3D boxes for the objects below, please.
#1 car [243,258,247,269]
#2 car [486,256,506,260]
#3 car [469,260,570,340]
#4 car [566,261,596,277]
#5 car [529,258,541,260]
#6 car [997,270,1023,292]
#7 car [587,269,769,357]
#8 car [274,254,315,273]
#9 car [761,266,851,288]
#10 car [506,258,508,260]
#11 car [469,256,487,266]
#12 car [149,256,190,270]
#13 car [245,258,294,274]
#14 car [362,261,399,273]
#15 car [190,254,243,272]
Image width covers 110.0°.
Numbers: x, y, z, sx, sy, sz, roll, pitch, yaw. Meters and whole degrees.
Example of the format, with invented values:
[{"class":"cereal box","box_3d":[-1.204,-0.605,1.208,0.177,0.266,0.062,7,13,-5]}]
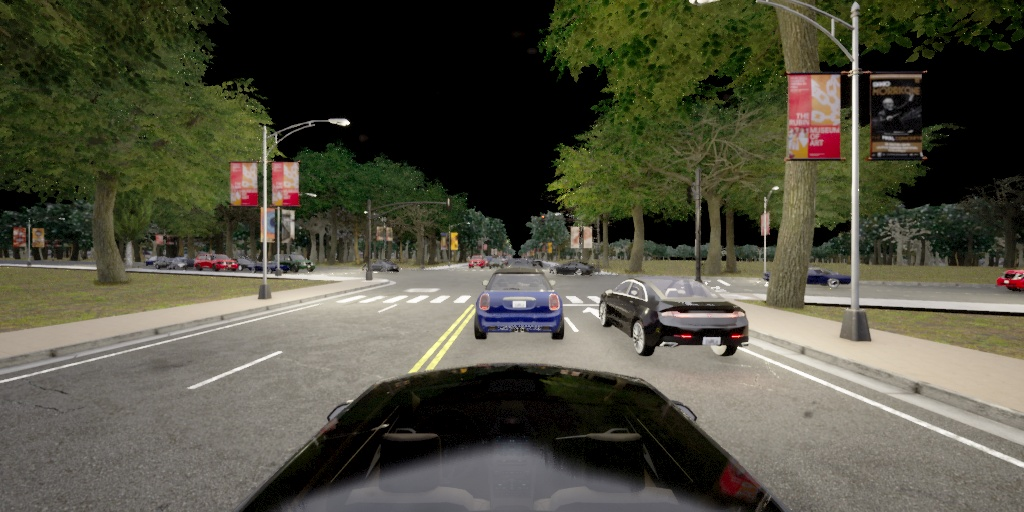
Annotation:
[{"class":"car","box_3d":[-34.701,1.070,45.899,4.892,1.490,1.837,0,0,24]},{"class":"car","box_3d":[-2.397,1.102,55.895,2.097,1.767,4.553,0,0,1]},{"class":"car","box_3d":[0.192,1.101,10.150,2.097,1.767,4.553,0,0,1]},{"class":"car","box_3d":[6.066,1.273,36.115,4.892,1.490,1.837,1,2,43]},{"class":"car","box_3d":[4.432,1.256,63.891,1.837,1.490,4.892,0,0,1]},{"class":"car","box_3d":[31.707,1.163,20.025,5.566,2.045,2.150,0,0,24]},{"class":"car","box_3d":[3.429,1.241,8.562,2.128,1.511,4.902,0,0,0]},{"class":"car","box_3d":[-25.539,0.836,41.810,5.566,2.045,2.150,0,0,24]},{"class":"car","box_3d":[20.395,1.475,25.071,4.718,1.301,1.895,0,0,24]},{"class":"car","box_3d":[-2.205,1.352,64.886,1.895,1.301,4.718,0,0,1]},{"class":"car","box_3d":[-5.626,0.972,57.962,2.150,2.045,5.566,0,0,1]},{"class":"car","box_3d":[-44.292,1.016,46.627,4.902,1.511,2.128,0,0,24]},{"class":"car","box_3d":[-26.032,1.221,38.453,4.718,1.301,1.895,0,0,27]},{"class":"car","box_3d":[-14.924,1.228,40.822,4.181,1.385,1.994,0,0,24]},{"class":"car","box_3d":[-35.099,0.792,42.508,5.566,2.045,2.150,0,0,24]}]
